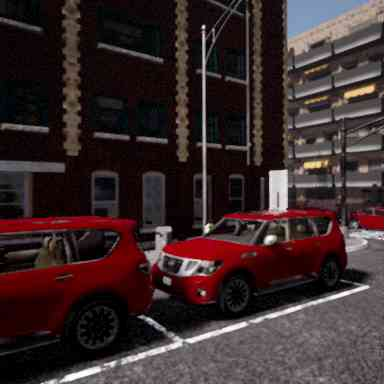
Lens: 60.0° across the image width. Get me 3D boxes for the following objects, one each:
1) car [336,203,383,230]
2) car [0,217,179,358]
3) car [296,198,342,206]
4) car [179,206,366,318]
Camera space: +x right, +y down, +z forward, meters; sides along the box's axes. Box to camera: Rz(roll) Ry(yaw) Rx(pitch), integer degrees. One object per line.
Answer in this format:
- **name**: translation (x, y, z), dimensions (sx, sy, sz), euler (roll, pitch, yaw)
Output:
- **car**: translation (12.155, 1.715, 21.093), dimensions (1.882, 1.535, 5.008), euler (-1, 1, -35)
- **car**: translation (-2.918, 1.316, 4.500), dimensions (5.009, 1.841, 2.192), euler (1, -1, -35)
- **car**: translation (11.990, 1.515, 31.151), dimensions (2.192, 1.841, 5.009), euler (-1, 0, -35)
- **car**: translation (1.580, 1.371, 7.706), dimensions (5.009, 1.841, 2.192), euler (1, -1, -35)
